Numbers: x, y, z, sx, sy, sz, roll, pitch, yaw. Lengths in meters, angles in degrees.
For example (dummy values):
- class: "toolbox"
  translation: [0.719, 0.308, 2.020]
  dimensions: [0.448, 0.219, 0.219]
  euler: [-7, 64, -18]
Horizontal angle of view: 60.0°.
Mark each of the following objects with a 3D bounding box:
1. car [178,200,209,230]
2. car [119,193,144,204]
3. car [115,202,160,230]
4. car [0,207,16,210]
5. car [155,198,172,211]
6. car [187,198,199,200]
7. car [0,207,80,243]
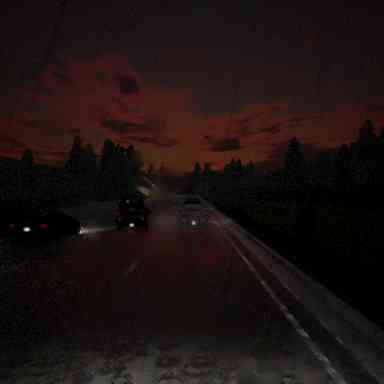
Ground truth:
- class: "car"
  translation: [0.094, 1.485, 20.816]
  dimensions: [1.812, 1.442, 4.674]
  euler: [0, 0, 0]
- class: "car"
  translation: [-6.886, 1.146, 38.270]
  dimensions: [2.150, 2.045, 5.566]
  euler: [0, 0, 0]
- class: "car"
  translation: [-3.393, 1.559, 20.947]
  dimensions: [1.895, 1.301, 4.718]
  euler: [0, 0, 0]
- class: "car"
  translation: [-10.393, 1.511, 18.375]
  dimensions: [2.033, 1.411, 5.357]
  euler: [0, 0, 0]
- class: "car"
  translation: [-3.386, 1.415, 38.830]
  dimensions: [2.128, 1.511, 4.902]
  euler: [0, 0, 0]
- class: "car"
  translation: [0.114, 1.428, 38.893]
  dimensions: [1.837, 1.490, 4.892]
  euler: [0, 0, 0]
- class: "car"
  translation: [-6.894, 1.532, 15.893]
  dimensions: [1.994, 1.385, 4.181]
  euler: [0, 0, 0]
